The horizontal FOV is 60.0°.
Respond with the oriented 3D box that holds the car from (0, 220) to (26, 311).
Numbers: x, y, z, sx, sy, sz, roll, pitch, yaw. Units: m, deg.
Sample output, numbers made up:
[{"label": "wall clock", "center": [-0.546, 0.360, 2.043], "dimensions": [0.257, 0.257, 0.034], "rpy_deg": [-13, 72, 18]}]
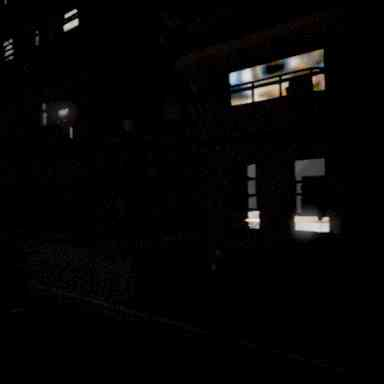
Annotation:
[{"label": "car", "center": [-5.337, 1.404, 6.688], "dimensions": [5.009, 1.841, 2.192], "rpy_deg": [-1, -1, 35]}]
